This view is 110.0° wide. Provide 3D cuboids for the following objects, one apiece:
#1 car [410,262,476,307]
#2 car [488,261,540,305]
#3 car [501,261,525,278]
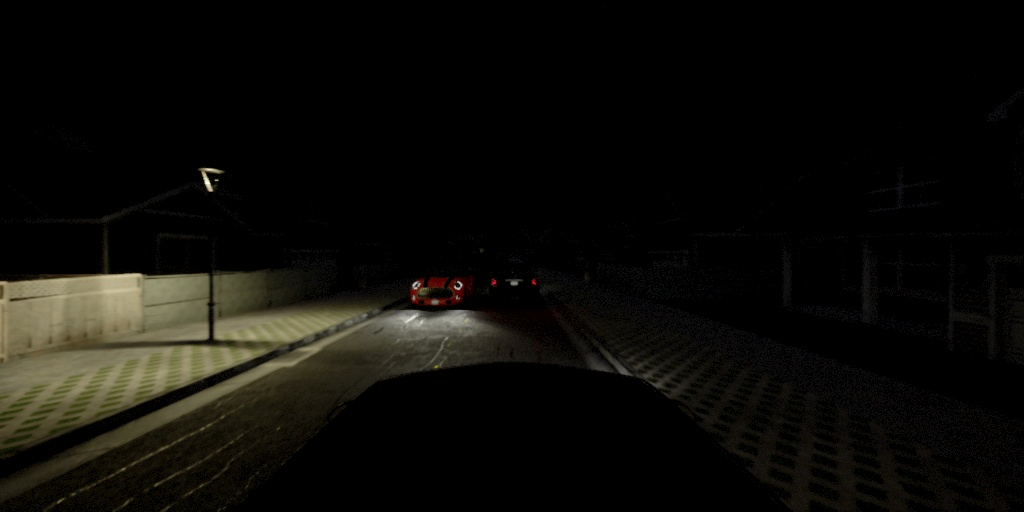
[{"bbox_3d":[-2.798,1.095,15.335,2.097,1.767,4.553,0,0,0],"label":"car"},{"bbox_3d":[0.083,1.096,16.175,2.097,1.767,4.553,0,0,0],"label":"car"},{"bbox_3d":[0.057,1.226,34.420,2.128,1.511,4.902,0,0,0],"label":"car"}]
